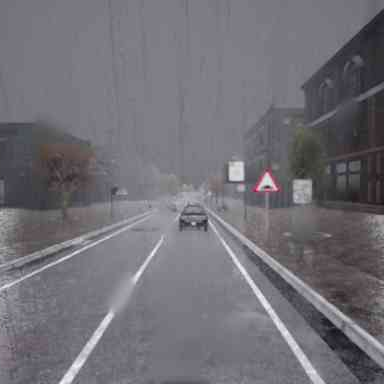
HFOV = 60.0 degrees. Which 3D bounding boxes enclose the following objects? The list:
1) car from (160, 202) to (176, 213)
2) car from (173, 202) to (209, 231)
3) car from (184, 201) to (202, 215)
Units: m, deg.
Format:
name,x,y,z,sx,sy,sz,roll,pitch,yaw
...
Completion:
name,x,y,z,sx,sy,sz,roll,pitch,yaw
car,-3.087,2.066,44.623,1.994,1.385,4.181,0,-1,0
car,0.099,1.707,22.498,2.128,1.511,4.902,0,0,0
car,0.095,1.950,40.817,2.128,1.511,4.902,0,-1,0
